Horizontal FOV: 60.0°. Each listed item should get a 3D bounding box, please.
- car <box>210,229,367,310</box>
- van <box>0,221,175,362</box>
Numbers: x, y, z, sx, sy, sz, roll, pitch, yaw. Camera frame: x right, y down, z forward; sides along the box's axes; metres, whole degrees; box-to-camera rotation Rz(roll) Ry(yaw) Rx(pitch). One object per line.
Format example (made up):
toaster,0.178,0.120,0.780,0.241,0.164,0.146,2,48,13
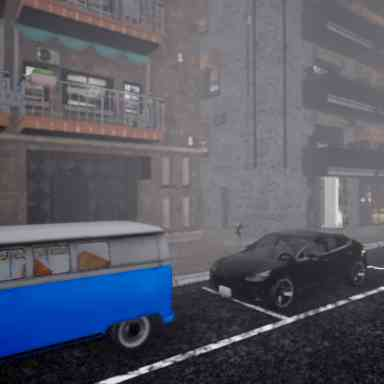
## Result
car,2.427,1.587,7.842,4.313,1.339,1.947,0,-1,-35
van,-2.175,1.344,4.562,3.998,1.788,1.690,0,-1,-35
